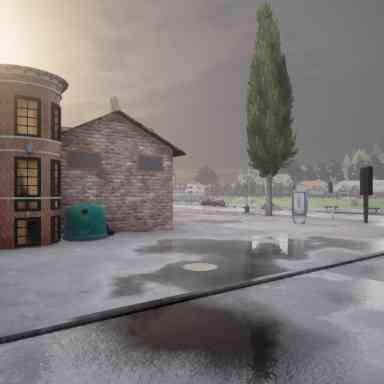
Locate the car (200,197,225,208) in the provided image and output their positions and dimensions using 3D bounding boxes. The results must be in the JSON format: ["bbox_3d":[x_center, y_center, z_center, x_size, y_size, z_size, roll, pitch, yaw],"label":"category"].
[{"bbox_3d":[3.051,1.525,49.622,1.812,1.442,4.674,0,0,-36],"label":"car"}]
